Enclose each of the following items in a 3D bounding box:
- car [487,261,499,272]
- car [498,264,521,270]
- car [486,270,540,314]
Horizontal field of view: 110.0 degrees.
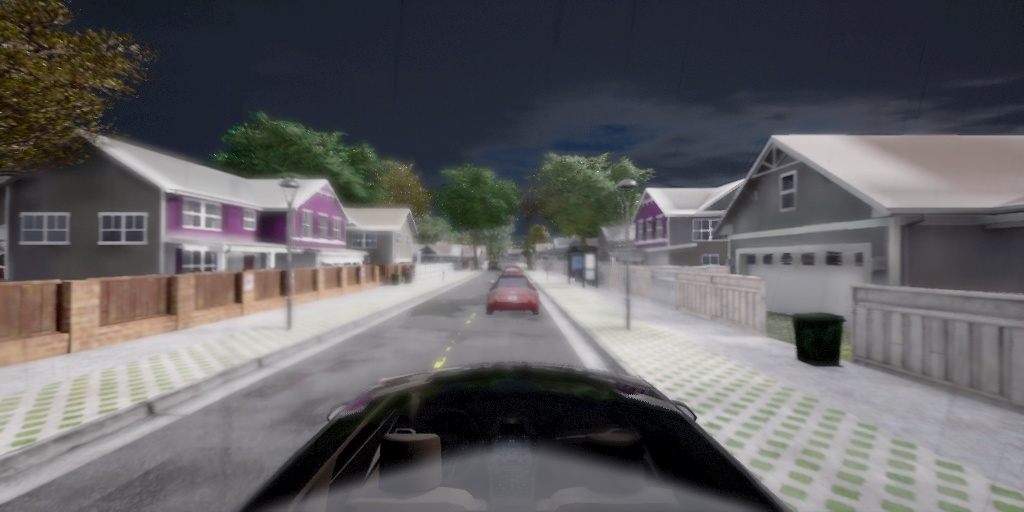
[{"bbox_3d":[-2.838,1.643,57.530,2.097,1.767,4.553,0,-1,0],"label":"car"},{"bbox_3d":[0.038,1.549,29.850,1.812,1.442,4.674,0,0,1],"label":"car"},{"bbox_3d":[0.040,1.438,14.390,1.994,1.385,4.181,0,0,1],"label":"car"}]
